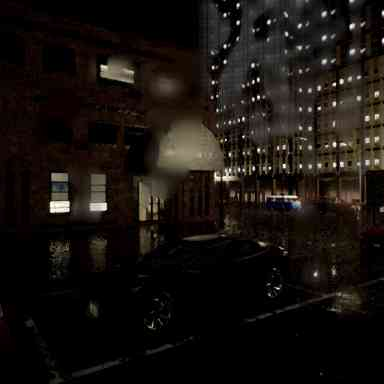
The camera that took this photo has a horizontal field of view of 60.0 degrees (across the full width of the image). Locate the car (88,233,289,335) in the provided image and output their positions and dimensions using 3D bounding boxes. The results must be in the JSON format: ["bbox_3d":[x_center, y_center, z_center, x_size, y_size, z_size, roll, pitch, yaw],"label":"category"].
[{"bbox_3d":[0.153,1.565,6.741,4.313,1.339,1.947,0,0,-35],"label":"car"}]

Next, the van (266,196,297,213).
[{"bbox_3d":[9.927,1.326,36.263,1.690,1.788,3.998,0,0,-35],"label":"van"}]

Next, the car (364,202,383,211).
[{"bbox_3d":[19.972,1.499,36.502,2.008,1.369,4.403,0,0,-35],"label":"car"}]

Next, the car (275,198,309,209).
[{"bbox_3d":[13.643,1.514,45.599,1.802,1.307,4.206,0,0,-35],"label":"car"}]

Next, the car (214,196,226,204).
[{"bbox_3d":[4.054,1.437,59.384,1.752,1.417,4.829,0,0,-35],"label":"car"}]

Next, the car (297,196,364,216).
[{"bbox_3d":[13.091,1.308,31.715,2.192,1.841,5.009,0,0,-35],"label":"car"}]

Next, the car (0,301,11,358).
[{"bbox_3d":[-4.314,1.440,3.493,4.097,1.590,1.967,0,0,-35],"label":"car"}]

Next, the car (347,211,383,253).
[{"bbox_3d":[7.999,1.543,12.407,4.507,1.381,1.887,0,0,-35],"label":"car"}]
